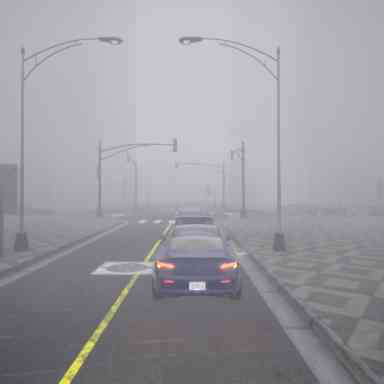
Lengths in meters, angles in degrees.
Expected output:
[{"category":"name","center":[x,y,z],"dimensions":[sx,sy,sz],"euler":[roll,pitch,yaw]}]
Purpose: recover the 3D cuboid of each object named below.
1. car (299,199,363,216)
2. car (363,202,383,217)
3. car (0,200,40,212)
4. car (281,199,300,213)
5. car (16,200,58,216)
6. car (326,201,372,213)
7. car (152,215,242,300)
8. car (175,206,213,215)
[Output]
[{"category":"car","center":[12.337,1.544,29.751],"dimensions":[4.403,1.369,2.008],"euler":[0,-1,0]},{"category":"car","center":[18.007,1.579,29.769],"dimensions":[4.313,1.339,1.947],"euler":[0,-1,0]},{"category":"car","center":[-20.151,1.580,38.173],"dimensions":[4.403,1.369,2.008],"euler":[0,-1,0]},{"category":"car","center":[12.340,1.563,38.277],"dimensions":[4.097,1.590,1.967],"euler":[0,-1,0]},{"category":"car","center":[-14.583,1.437,29.667],"dimensions":[4.829,1.417,1.752],"euler":[0,-1,0]},{"category":"car","center":[18.010,1.694,38.293],"dimensions":[4.403,1.369,2.008],"euler":[0,-1,0]},{"category":"car","center":[0.105,1.528,8.292],"dimensions":[1.812,1.442,4.674],"euler":[0,0,0]},{"category":"car","center":[0.103,1.483,17.630],"dimensions":[1.882,1.535,5.008],"euler":[0,0,0]}]
